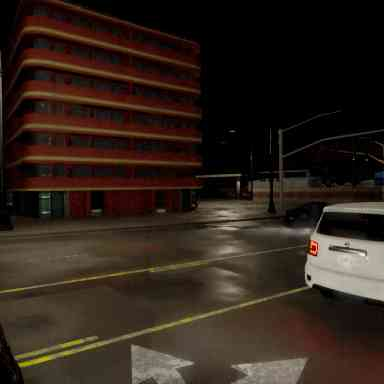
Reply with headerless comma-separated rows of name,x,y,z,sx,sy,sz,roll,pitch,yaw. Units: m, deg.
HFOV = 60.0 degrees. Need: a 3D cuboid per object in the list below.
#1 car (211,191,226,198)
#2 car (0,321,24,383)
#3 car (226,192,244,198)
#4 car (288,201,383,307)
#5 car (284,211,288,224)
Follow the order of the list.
car,7.440,0.671,89.327,4.611,1.667,2.242,-1,1,-35
car,-3.661,1.222,1.141,5.566,2.045,2.150,0,0,-35
car,11.405,0.818,85.101,3.806,1.475,1.970,-1,1,-35
car,4.782,1.218,7.137,5.566,2.045,2.150,0,0,-35
car,8.422,1.425,22.731,5.008,1.535,1.882,0,0,-35
